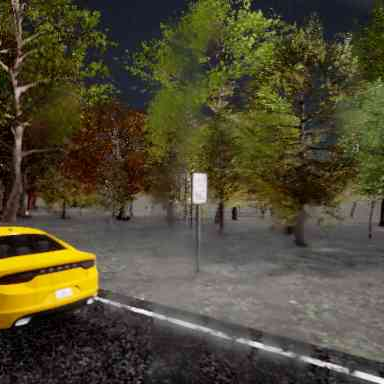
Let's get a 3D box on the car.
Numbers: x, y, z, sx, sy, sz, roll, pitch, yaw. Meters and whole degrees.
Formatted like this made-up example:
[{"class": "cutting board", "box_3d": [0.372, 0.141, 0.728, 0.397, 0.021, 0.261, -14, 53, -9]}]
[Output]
[{"class": "car", "box_3d": [-3.980, 1.440, 6.541, 5.008, 1.535, 1.882, -1, -2, 36]}]
